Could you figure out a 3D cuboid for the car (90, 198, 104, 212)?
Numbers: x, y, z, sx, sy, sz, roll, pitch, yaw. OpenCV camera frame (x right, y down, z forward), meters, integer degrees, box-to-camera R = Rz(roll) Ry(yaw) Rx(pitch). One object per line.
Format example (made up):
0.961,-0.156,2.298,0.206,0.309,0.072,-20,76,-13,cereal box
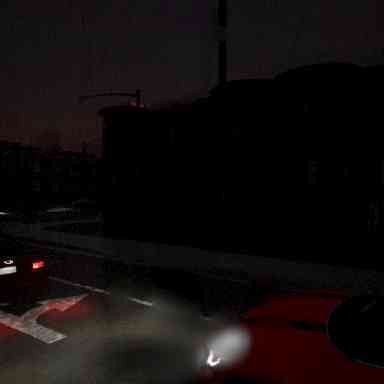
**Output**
-8.817,1.477,38.263,1.882,1.535,5.008,0,0,36,car

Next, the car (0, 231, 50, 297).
-5.505,1.547,7.891,5.357,1.411,2.033,0,0,37,car

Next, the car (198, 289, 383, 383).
2.247,1.352,2.394,4.553,1.767,2.097,0,0,36,car

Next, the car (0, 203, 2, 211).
-20.876,1.547,39.782,2.033,1.411,5.357,0,0,36,car

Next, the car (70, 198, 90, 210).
-13.294,1.601,44.354,1.895,1.301,4.718,0,0,36,car

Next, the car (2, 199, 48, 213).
-18.362,1.564,37.273,1.994,1.385,4.181,0,0,36,car
